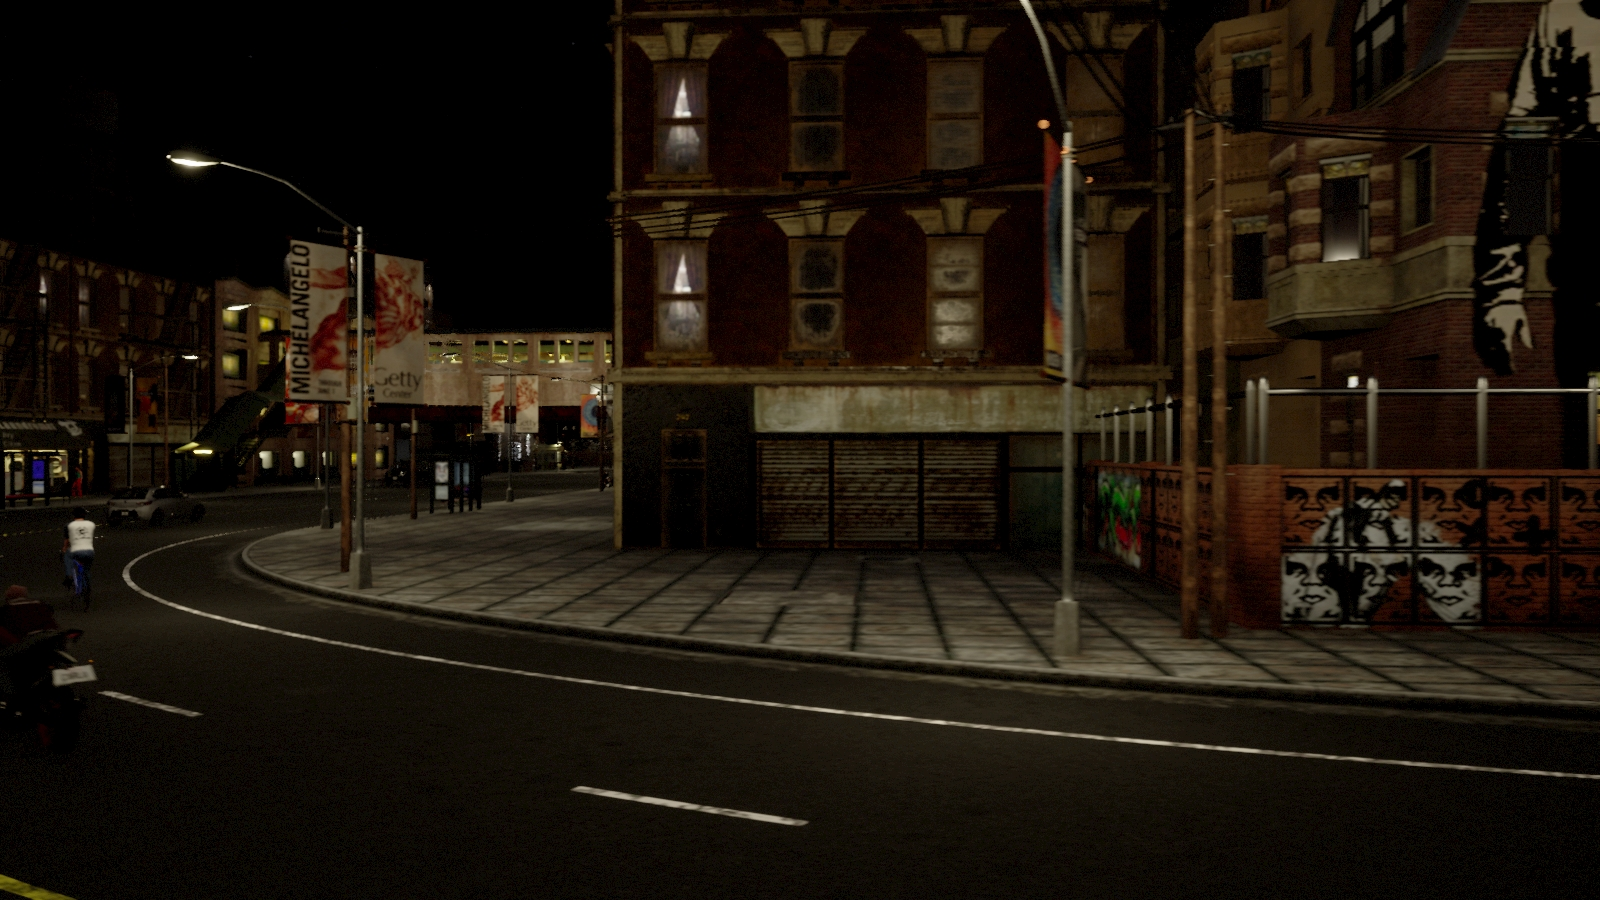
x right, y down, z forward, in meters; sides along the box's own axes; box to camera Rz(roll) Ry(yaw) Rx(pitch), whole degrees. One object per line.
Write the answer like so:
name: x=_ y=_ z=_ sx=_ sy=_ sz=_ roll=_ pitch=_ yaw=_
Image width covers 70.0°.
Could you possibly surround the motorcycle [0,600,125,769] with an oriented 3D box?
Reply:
motorcycle: x=-7.589 y=2.209 z=11.099 sx=2.209 sy=1.251 sz=0.867 roll=0 pitch=0 yaw=33
